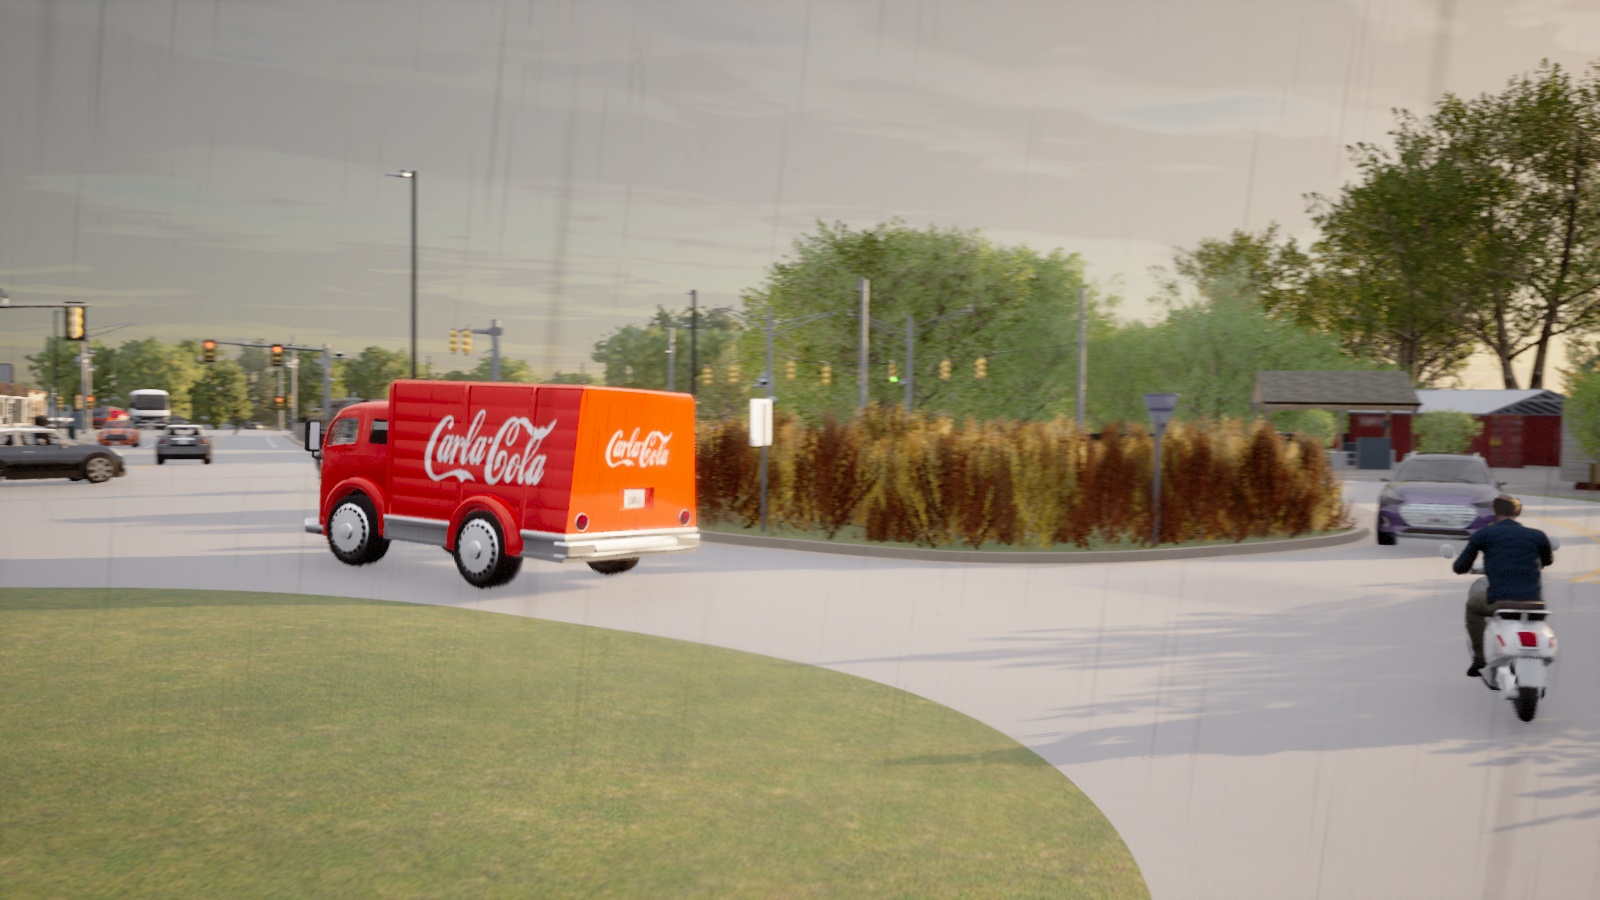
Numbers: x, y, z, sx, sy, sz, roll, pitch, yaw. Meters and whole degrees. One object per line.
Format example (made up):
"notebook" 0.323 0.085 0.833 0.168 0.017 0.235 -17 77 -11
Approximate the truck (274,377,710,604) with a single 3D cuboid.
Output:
"truck" -4.082 0.376 16.375 5.204 2.467 2.627 3 1 34

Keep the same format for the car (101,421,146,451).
"car" -41.733 -0.865 77.517 2.097 1.767 4.553 -1 2 -24

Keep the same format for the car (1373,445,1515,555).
"car" 11.653 0.785 22.571 2.033 1.649 4.856 1 2 29

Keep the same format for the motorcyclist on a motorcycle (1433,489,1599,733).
"motorcyclist on a motorcycle" 5.318 1.102 9.328 0.866 1.590 1.817 -1 -1 20

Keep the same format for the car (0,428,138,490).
"car" -19.689 0.206 32.758 1.970 1.475 3.806 1 3 44

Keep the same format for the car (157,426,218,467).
"car" -23.091 -0.145 47.437 1.970 1.475 3.806 -1 1 -25
